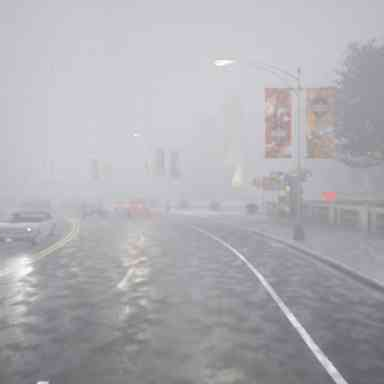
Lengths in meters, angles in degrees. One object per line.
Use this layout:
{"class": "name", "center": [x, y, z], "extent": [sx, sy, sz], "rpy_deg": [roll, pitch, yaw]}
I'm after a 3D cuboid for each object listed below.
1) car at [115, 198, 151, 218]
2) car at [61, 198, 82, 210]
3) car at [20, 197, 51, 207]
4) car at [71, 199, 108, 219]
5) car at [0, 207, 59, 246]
{"class": "car", "center": [-5.320, 1.304, 29.534], "extent": [2.097, 1.767, 4.553], "rpy_deg": [0, 0, -29]}
{"class": "car", "center": [-14.166, 1.484, 40.869], "extent": [5.357, 1.411, 2.033], "rpy_deg": [0, 0, 44]}
{"class": "car", "center": [-19.066, 1.417, 40.475], "extent": [5.008, 1.535, 1.882], "rpy_deg": [0, 0, 40]}
{"class": "car", "center": [-8.685, 1.557, 28.344], "extent": [1.895, 1.301, 4.718], "rpy_deg": [0, 0, -29]}
{"class": "car", "center": [-7.583, 1.578, 15.259], "extent": [1.895, 1.301, 4.718], "rpy_deg": [0, 0, -10]}
